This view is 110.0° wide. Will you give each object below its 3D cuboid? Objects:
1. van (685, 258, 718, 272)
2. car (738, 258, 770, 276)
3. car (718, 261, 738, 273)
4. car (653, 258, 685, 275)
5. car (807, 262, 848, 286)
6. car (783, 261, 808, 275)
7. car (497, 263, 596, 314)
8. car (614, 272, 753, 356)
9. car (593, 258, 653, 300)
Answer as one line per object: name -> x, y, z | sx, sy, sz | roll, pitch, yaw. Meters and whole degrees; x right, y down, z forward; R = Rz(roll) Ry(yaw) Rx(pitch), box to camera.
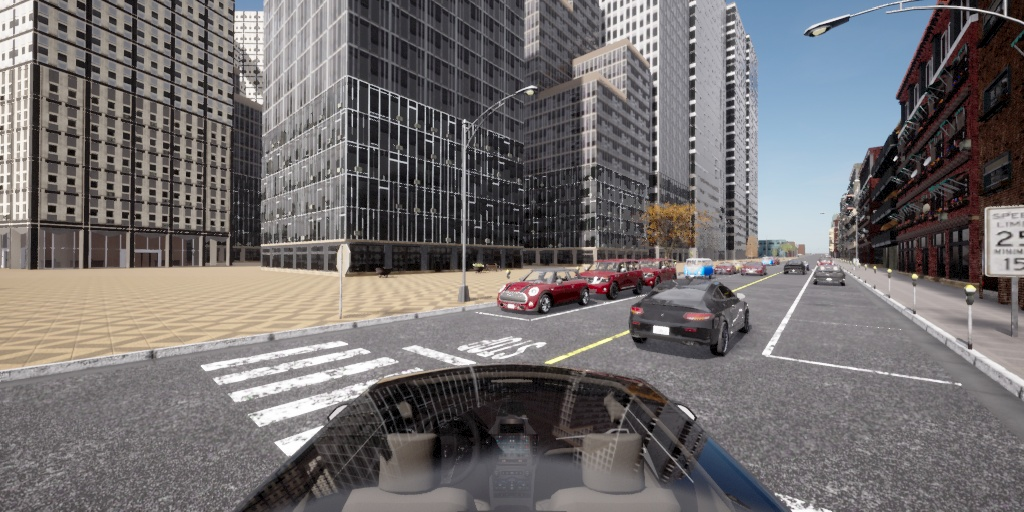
van -> 16.067, 1.095, 30.844 | 1.690, 1.789, 3.998 | 0, 0, 41
car -> 25.196, 1.275, 37.269 | 1.812, 1.442, 4.674 | 0, 0, 41
car -> 23.465, 1.331, 39.377 | 1.802, 1.307, 4.207 | 0, 0, 41
car -> 8.670, 1.070, 22.311 | 2.192, 1.841, 5.009 | 0, 0, 41
car -> 22.413, 1.304, 25.369 | 2.007, 1.370, 4.403 | 0, 0, 41
car -> 31.163, 1.250, 39.437 | 1.837, 1.490, 4.892 | 0, 0, 41
car -> 1.273, 1.193, 13.778 | 1.967, 1.591, 4.097 | 0, 0, 41
car -> 4.405, 1.278, 8.705 | 1.812, 1.442, 4.674 | 0, 0, 41
car -> 4.971, 1.069, 18.044 | 2.192, 1.841, 5.009 | 0, 0, 41
